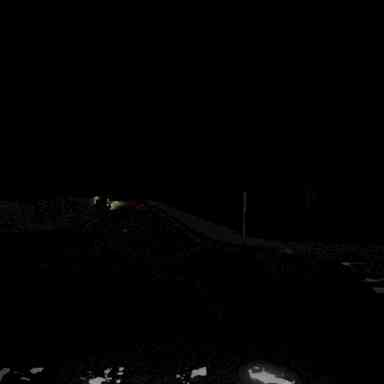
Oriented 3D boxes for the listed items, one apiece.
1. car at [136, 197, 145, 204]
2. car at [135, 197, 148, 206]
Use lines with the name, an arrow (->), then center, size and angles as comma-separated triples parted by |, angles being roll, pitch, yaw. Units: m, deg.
car -> -10.495, 1.693, 67.532 | 1.837, 1.490, 4.892 | 0, 0, -10
car -> -8.685, 1.599, 57.270 | 1.882, 1.535, 5.008 | 0, 0, -10
